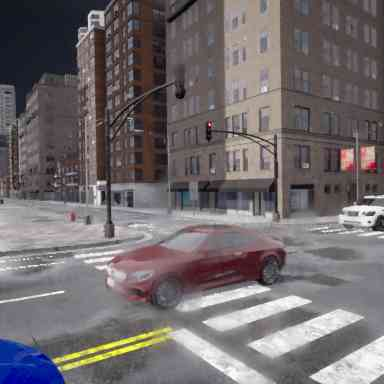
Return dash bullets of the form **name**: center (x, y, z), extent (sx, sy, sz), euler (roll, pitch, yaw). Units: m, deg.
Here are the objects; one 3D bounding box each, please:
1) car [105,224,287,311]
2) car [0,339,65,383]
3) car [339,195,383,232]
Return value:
- **car**: center (0.308, 1.524, 7.896), extent (4.674, 1.442, 1.812), euler (0, 0, -35)
- **car**: center (-3.077, 1.478, 1.253), extent (5.008, 1.535, 1.882), euler (0, 0, -35)
- **car**: center (11.500, 1.223, 20.290), extent (5.566, 2.045, 2.150), euler (0, 0, -30)
